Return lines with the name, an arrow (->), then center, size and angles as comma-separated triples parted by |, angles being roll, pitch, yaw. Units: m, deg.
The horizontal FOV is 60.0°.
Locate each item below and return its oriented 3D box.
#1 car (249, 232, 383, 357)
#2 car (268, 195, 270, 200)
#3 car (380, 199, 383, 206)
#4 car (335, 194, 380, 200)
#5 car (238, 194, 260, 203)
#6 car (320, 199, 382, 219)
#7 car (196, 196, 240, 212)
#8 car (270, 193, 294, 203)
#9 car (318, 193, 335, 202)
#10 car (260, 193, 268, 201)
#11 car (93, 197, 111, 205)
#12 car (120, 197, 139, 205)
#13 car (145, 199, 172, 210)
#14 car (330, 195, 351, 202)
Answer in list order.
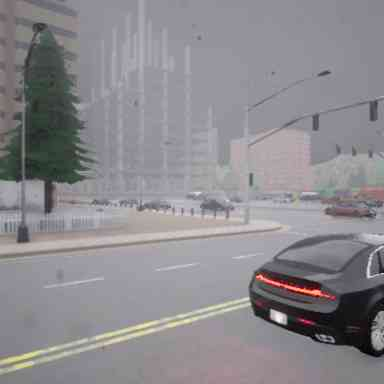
car -> 3.199, 1.513, 6.078 | 4.892, 1.490, 1.837 | 0, 0, -35
car -> 18.116, 1.235, 83.143 | 1.932, 1.855, 4.605 | 0, 0, -36
car -> 25.593, 1.219, 48.422 | 1.905, 1.878, 3.866 | 0, 0, -36
car -> 23.204, 1.213, 46.787 | 1.932, 1.855, 4.605 | 0, 0, -36
car -> 13.601, 1.470, 79.866 | 1.970, 1.475, 3.806 | 0, 0, -36
car -> 13.874, 1.600, 29.314 | 1.994, 1.385, 4.181 | 0, 0, -29
car -> 2.972, 1.537, 38.707 | 1.837, 1.490, 4.892 | 0, 0, -36
car -> 17.663, 1.462, 64.219 | 1.970, 1.475, 3.806 | 0, 0, -36
car -> 31.375, 1.242, 74.095 | 1.932, 1.855, 4.605 | 0, 0, -36
car -> 15.959, 1.442, 81.545 | 1.784, 1.438, 3.905 | 0, 0, -36
car -> -16.088, 1.604, 59.436 | 1.994, 1.385, 4.181 | 0, 0, -36
car -> -10.950, 1.598, 58.215 | 1.994, 1.385, 4.181 | 0, 0, -35
car -> -4.315, 1.592, 42.863 | 1.994, 1.385, 4.181 | 0, 0, -36
car -> 33.771, 1.456, 75.723 | 1.784, 1.438, 3.905 | 0, 0, -36
